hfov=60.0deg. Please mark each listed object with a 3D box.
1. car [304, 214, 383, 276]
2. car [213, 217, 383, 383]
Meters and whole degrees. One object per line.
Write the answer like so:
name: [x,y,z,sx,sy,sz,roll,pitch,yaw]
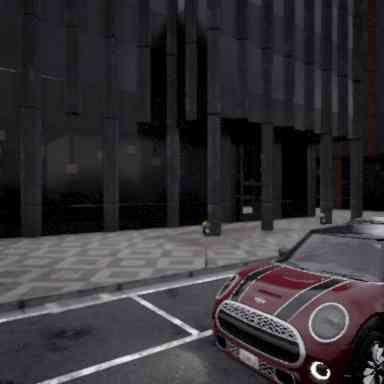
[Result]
car: [5.885,1.527,10.850,4.403,1.369,2.008,0,0,-36]
car: [2.504,1.341,5.165,4.553,1.767,2.097,0,0,-35]
